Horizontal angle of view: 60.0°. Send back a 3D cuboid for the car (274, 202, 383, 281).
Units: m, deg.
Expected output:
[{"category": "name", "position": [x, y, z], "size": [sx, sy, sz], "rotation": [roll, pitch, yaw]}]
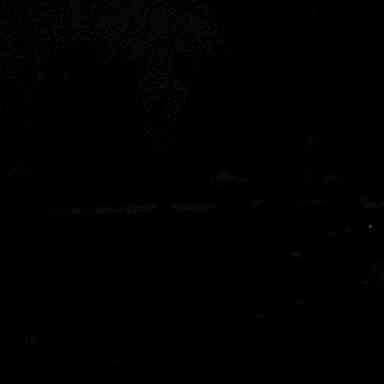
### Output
[{"category": "car", "position": [4.682, 1.258, 9.890], "size": [5.009, 1.841, 2.192], "rotation": [0, 0, -35]}]
